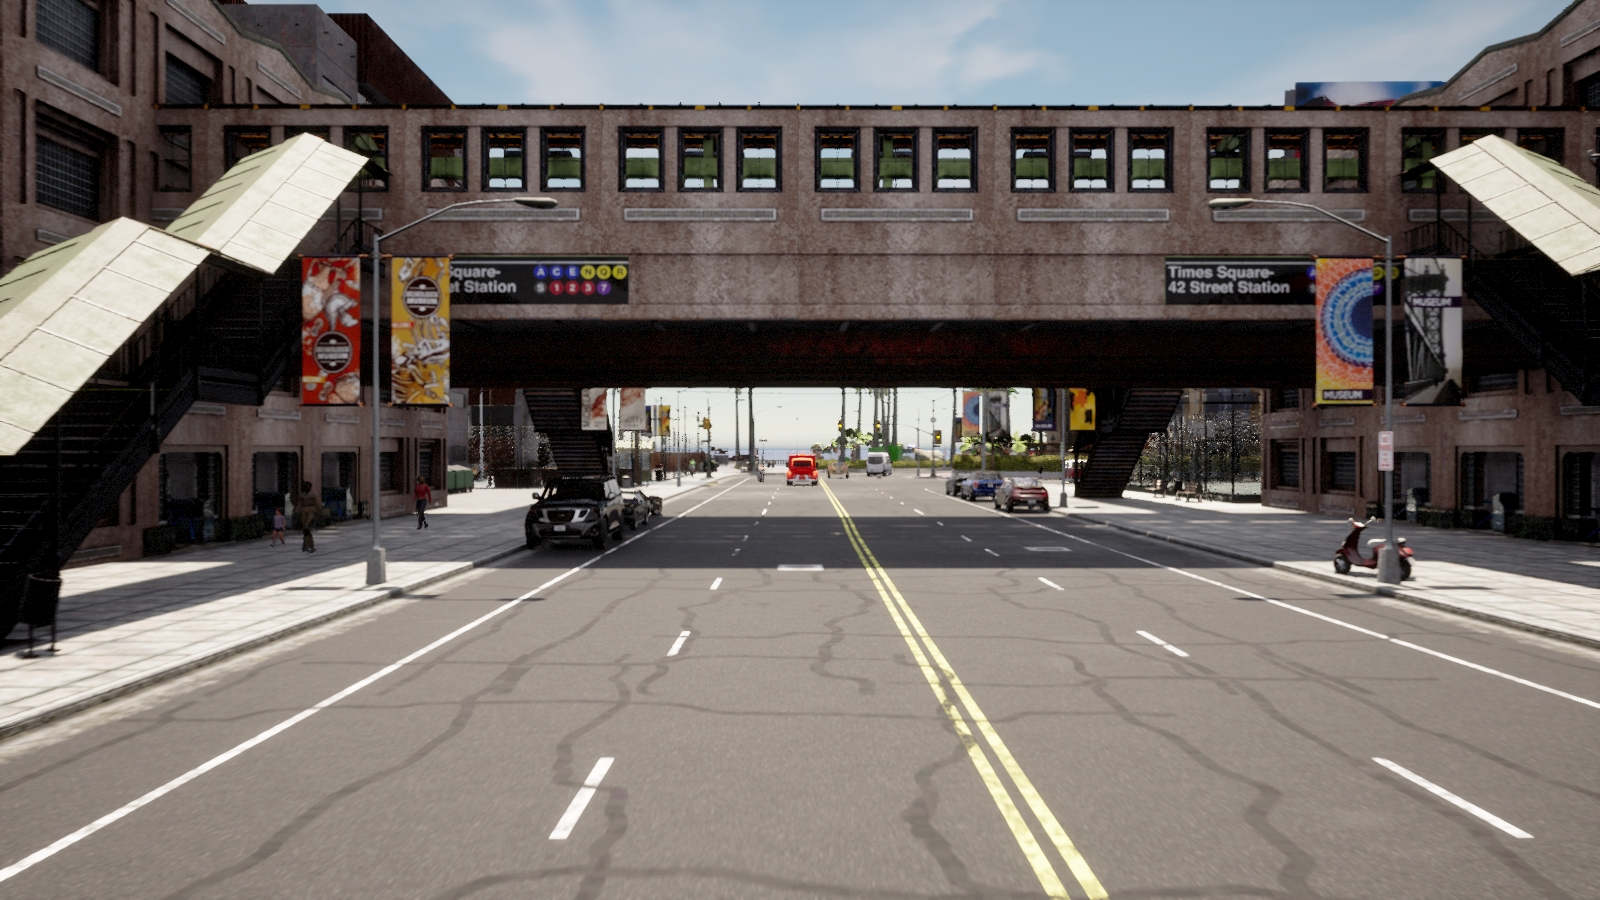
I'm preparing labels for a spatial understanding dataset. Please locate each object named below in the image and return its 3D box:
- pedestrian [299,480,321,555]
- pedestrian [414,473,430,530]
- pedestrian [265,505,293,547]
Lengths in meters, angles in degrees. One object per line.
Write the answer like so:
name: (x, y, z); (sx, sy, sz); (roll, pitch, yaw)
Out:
pedestrian: (-12.370, 1.696, 28.872); (0.375, 1.860, 0.375); (0, 0, 7)
pedestrian: (-12.429, 1.696, 37.583); (0.375, 1.860, 0.375); (0, 0, 5)
pedestrian: (-14.205, 2.076, 31.137); (0.500, 1.100, 0.500); (0, 0, 9)
